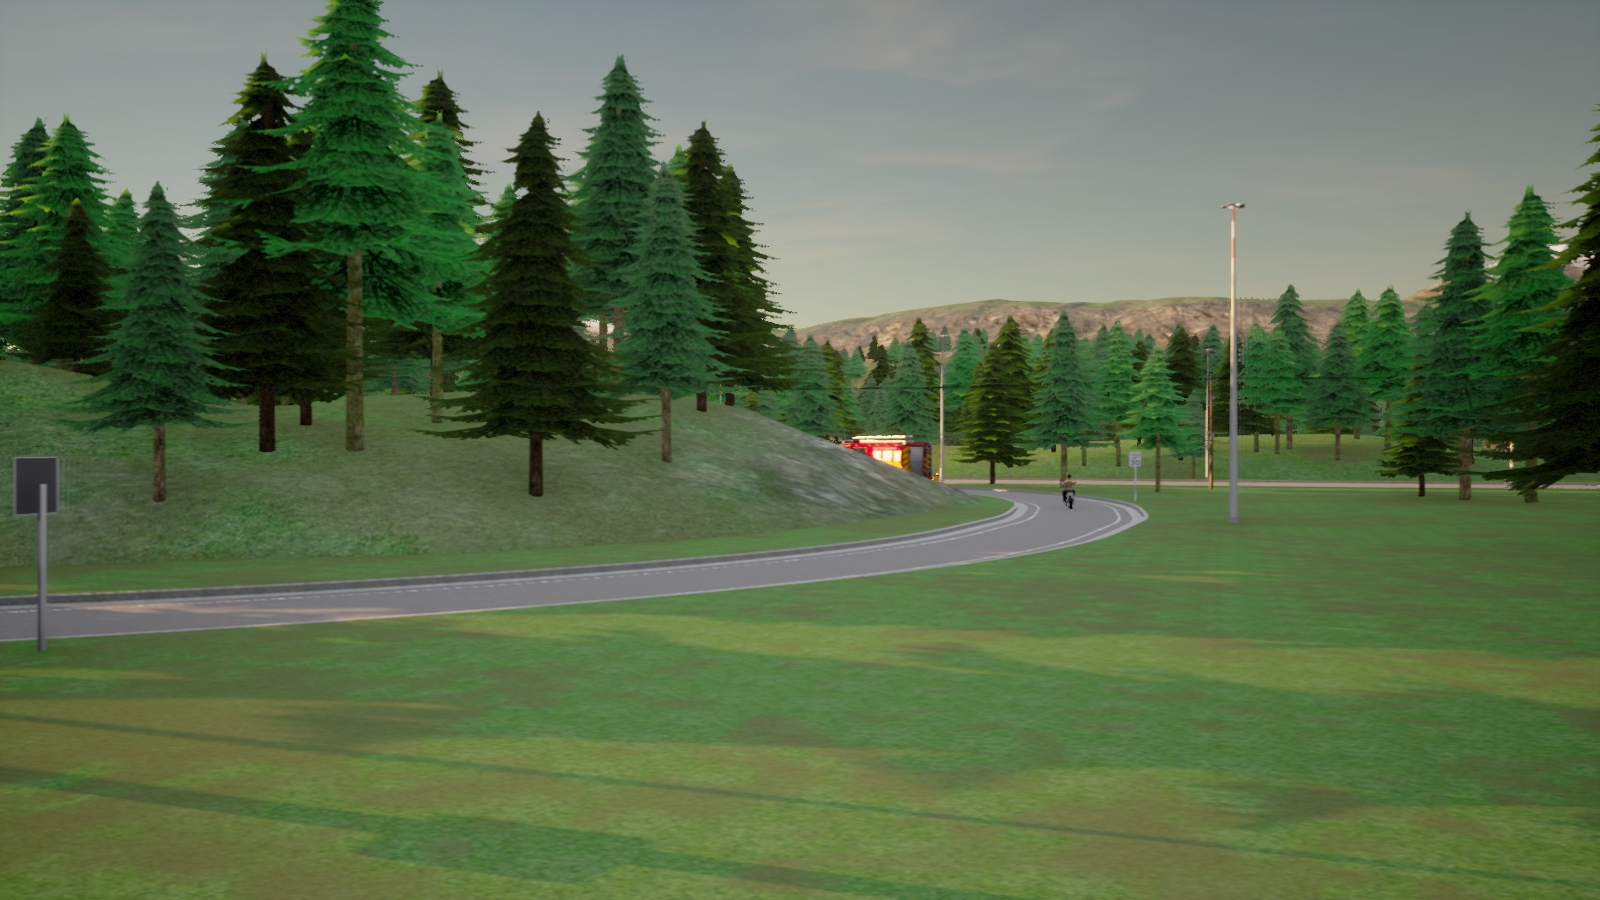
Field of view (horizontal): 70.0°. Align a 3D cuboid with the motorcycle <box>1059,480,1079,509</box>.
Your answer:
[{"bbox_3d":[13.097,2.154,55.666,0.764,1.307,2.356,-1,0,9],"label":"motorcycle"}]
